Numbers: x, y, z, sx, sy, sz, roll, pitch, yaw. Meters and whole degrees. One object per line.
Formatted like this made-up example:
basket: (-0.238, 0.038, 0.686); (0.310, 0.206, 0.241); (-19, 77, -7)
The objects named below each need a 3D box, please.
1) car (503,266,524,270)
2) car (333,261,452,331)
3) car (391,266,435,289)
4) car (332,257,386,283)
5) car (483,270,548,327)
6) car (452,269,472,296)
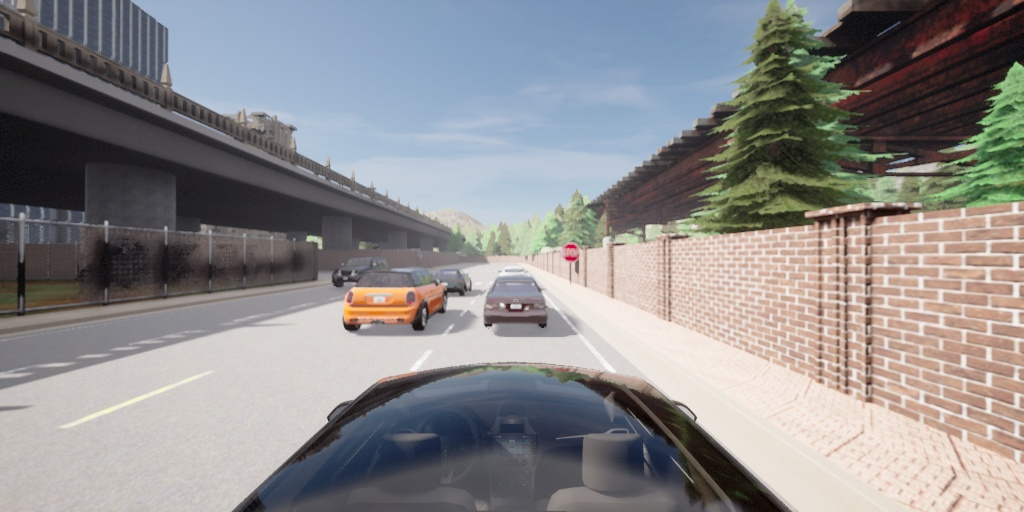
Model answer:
car: (0.103, 1.376, 22.953); (1.812, 1.442, 4.674); (0, 0, 0)
car: (-3.401, 1.147, 11.316); (2.097, 1.767, 4.553); (0, 0, 0)
car: (-7.001, 1.472, 25.856); (1.994, 1.385, 4.181); (0, 0, 0)
car: (-10.505, 1.080, 25.395); (2.150, 2.045, 5.566); (0, 0, 0)
car: (0.102, 1.344, 11.655); (2.033, 1.411, 5.357); (0, 0, 0)
car: (-3.400, 1.400, 20.011); (1.994, 1.385, 4.181); (0, 0, 0)
